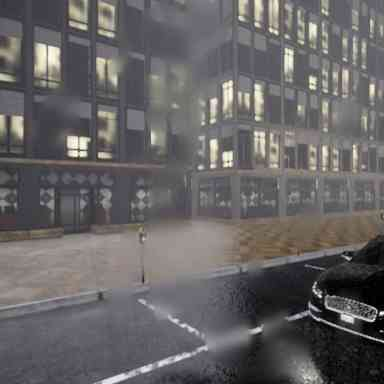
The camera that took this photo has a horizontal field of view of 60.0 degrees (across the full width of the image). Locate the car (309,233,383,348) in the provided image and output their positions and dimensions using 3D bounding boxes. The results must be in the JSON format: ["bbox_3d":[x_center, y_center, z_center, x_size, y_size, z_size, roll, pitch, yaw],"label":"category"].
[{"bbox_3d":[4.125,1.490,5.989,4.892,1.490,1.837,0,0,-35],"label":"car"}]
